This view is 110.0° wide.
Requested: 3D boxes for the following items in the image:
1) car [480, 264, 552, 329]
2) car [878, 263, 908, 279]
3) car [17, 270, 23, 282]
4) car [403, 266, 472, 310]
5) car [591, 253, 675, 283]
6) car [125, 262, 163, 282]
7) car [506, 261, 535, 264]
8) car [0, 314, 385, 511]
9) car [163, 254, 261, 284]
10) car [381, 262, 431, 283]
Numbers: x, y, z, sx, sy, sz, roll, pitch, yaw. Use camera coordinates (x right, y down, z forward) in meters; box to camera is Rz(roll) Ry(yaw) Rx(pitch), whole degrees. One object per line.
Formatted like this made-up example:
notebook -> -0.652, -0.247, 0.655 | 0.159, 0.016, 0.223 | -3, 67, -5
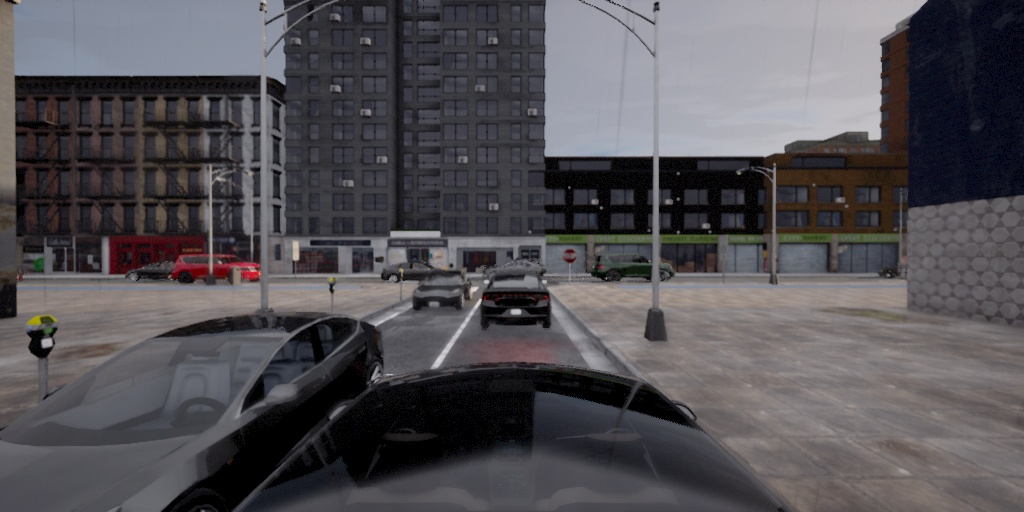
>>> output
car -> 0.110, 1.180, 11.153 | 1.882, 1.535, 5.008 | 0, 0, 0
car -> 31.873, 1.099, 27.794 | 5.357, 1.411, 2.033 | 0, 0, 0
car -> -37.396, 1.085, 24.970 | 4.553, 1.767, 2.097 | 0, 0, 0
car -> -2.623, 1.253, 14.306 | 1.948, 1.339, 4.313 | 0, 0, 0
car -> 8.421, 0.835, 25.267 | 5.566, 2.045, 2.150 | 0, 0, -1
car -> -27.001, 1.185, 27.890 | 4.892, 1.490, 1.837 | 0, 0, 0
car -> 0.187, 1.101, 27.847 | 4.902, 1.511, 2.128 | 0, 0, 0
car -> -2.635, 1.307, 3.401 | 1.948, 1.339, 4.313 | 0, 0, 0
car -> -20.234, 0.906, 24.925 | 5.566, 2.045, 2.150 | 0, 0, 0
car -> -6.546, 1.154, 24.907 | 4.892, 1.490, 1.837 | 0, 0, 0
